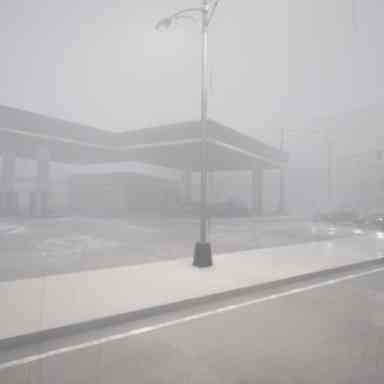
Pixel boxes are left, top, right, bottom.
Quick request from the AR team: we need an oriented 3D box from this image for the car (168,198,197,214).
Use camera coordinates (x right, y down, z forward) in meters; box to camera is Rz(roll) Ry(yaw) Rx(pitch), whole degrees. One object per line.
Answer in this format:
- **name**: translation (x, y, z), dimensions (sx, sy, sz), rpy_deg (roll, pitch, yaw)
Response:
- **car**: translation (-0.673, 1.678, 36.510), dimensions (3.806, 1.475, 1.970), rpy_deg (1, 0, -35)

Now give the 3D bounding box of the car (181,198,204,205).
- **car**: translation (0.027, 1.979, 70.799), dimensions (2.033, 1.411, 5.357), rpy_deg (1, 0, -36)

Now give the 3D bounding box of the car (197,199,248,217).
- **car**: translation (3.287, 1.526, 32.278), dimensions (4.611, 1.667, 2.242), rpy_deg (1, 0, -35)

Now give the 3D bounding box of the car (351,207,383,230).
- **car**: translation (13.442, 1.790, 23.316), dimensions (4.674, 1.442, 1.812), rpy_deg (1, -1, -35)

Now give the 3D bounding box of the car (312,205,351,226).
- **car**: translation (11.408, 1.790, 26.165), dimensions (4.674, 1.442, 1.812), rpy_deg (1, -1, -35)
